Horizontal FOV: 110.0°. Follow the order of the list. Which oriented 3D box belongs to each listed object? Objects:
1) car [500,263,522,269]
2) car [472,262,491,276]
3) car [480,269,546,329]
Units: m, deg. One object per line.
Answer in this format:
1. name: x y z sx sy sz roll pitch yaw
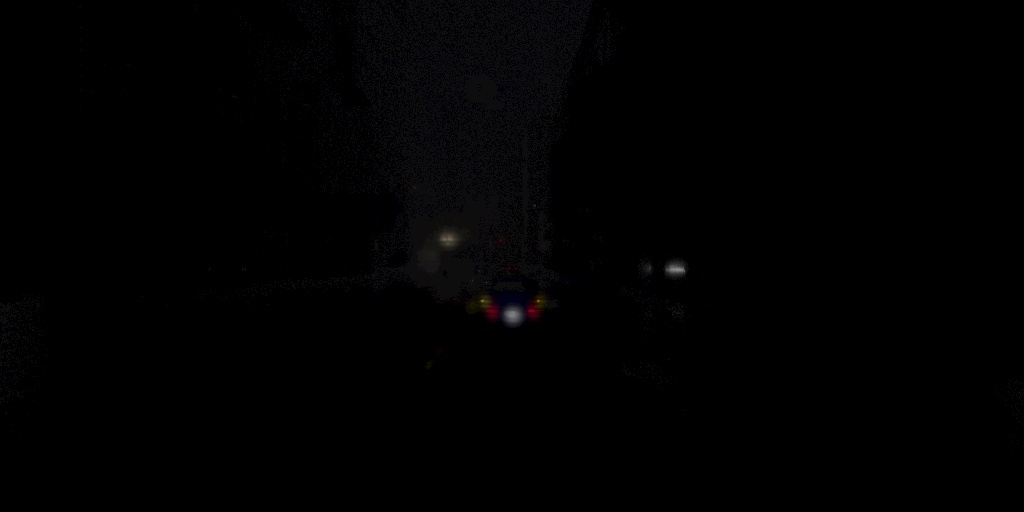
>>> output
1. car: -0.088 1.381 32.868 2.128 1.511 4.902 0 0 0
2. car: -3.321 1.452 40.503 1.812 1.442 4.674 0 0 0
3. car: 0.021 1.317 11.349 1.812 1.442 4.674 0 0 0
